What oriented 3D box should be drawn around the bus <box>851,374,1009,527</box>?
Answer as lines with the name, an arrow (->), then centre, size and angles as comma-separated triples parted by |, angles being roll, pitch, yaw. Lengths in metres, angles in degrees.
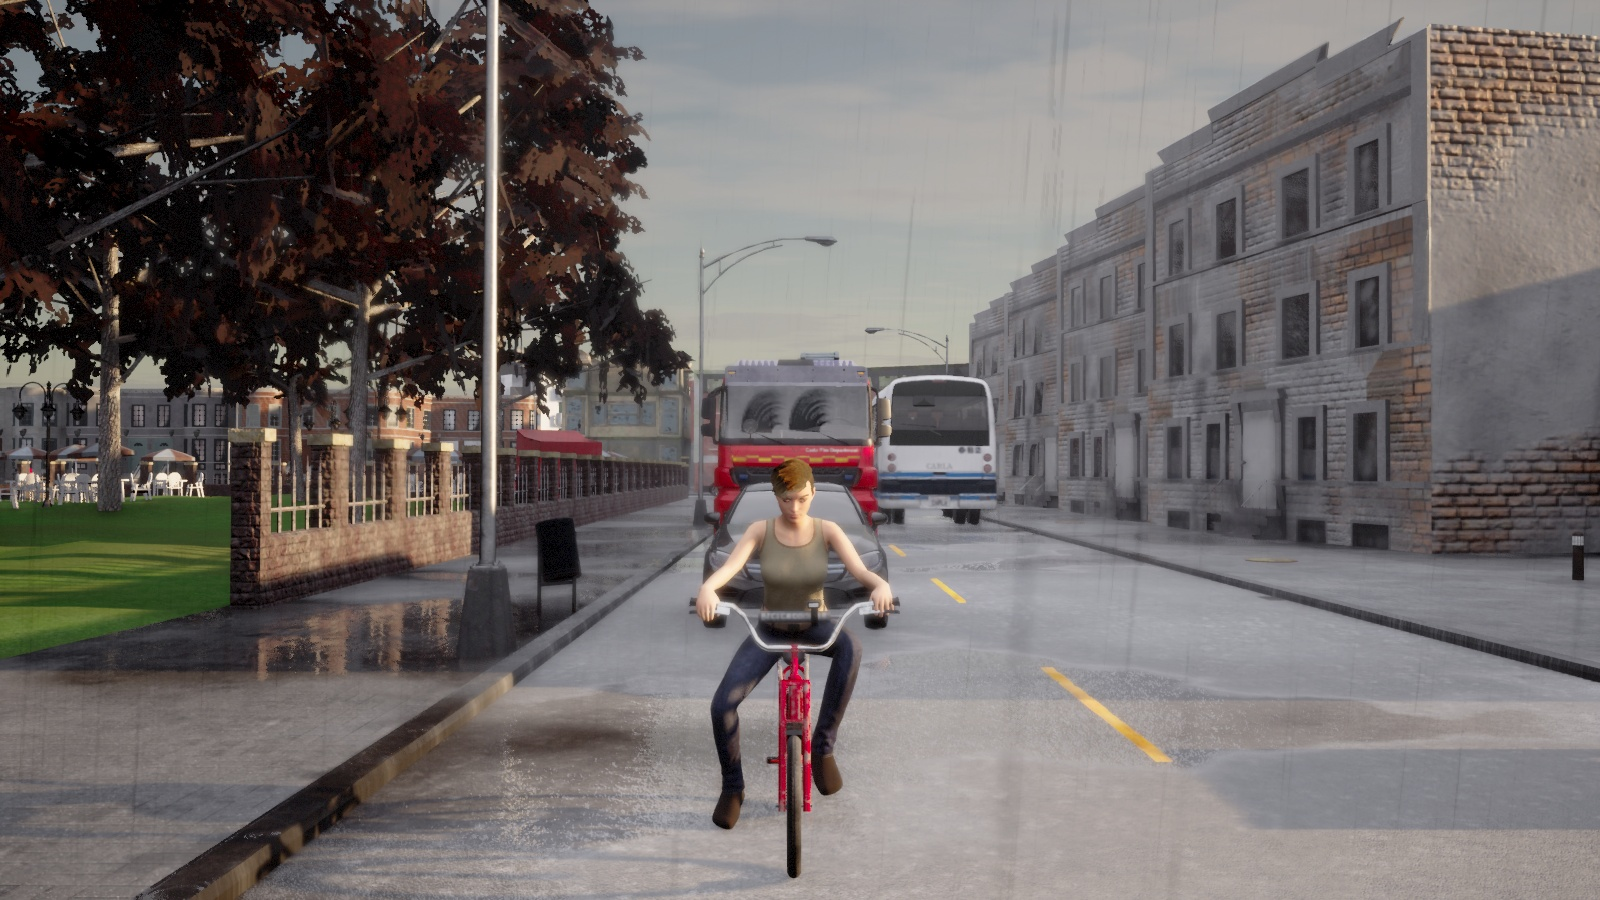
bus -> 3.851, 0.099, 40.351 | 3.944, 4.253, 10.273 | 0, -1, 0

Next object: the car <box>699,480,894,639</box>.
car -> -0.041, 1.076, 14.025 | 1.812, 1.442, 4.674 | 0, -1, 0

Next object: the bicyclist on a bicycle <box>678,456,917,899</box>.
bicyclist on a bicycle -> -0.018, 0.841, 5.330 | 0.866, 1.612, 1.509 | 0, -1, -1

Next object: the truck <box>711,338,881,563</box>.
truck -> -0.086, 0.079, 25.617 | 2.891, 3.827, 8.468 | 0, -1, 0
